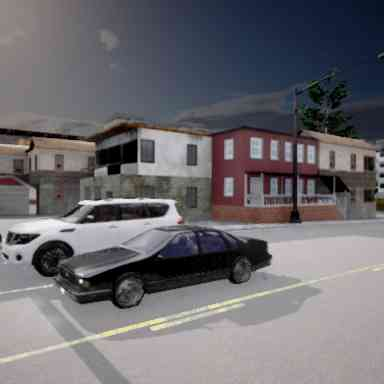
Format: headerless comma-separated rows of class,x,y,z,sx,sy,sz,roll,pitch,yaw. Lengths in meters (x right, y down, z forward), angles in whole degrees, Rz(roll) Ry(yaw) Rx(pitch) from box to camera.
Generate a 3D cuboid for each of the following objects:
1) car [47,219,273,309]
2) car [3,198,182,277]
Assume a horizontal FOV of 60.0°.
car,-0.371,1.556,8.070,5.357,1.411,2.033,0,0,-36
car,-2.823,1.227,10.616,5.566,2.045,2.150,0,0,-36
